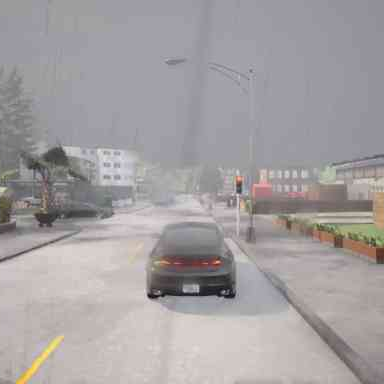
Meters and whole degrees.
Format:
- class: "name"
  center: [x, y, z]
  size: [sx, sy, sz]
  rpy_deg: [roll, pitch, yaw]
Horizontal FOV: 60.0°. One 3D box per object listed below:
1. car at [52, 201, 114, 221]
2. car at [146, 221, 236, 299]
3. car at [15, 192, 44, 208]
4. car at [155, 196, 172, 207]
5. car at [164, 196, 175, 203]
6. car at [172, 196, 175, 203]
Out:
- class: "car"
  center: [-8.752, 1.492, 26.536]
  size: [4.902, 1.511, 2.128]
  rpy_deg: [0, 0, -9]
- class: "car"
  center: [-0.016, 1.505, 8.456]
  size: [1.837, 1.490, 4.892]
  rpy_deg: [0, 0, 0]
- class: "car"
  center: [-20.154, 0.985, 42.119]
  size: [1.905, 1.878, 3.866]
  rpy_deg: [0, 0, 34]
- class: "car"
  center: [-4.571, 1.477, 50.620]
  size: [1.882, 1.535, 5.008]
  rpy_deg: [0, 0, 0]
- class: "car"
  center: [-4.664, 1.525, 70.463]
  size: [2.128, 1.511, 4.902]
  rpy_deg: [0, 0, -1]
- class: "car"
  center: [-4.636, 1.477, 60.033]
  size: [1.882, 1.535, 5.008]
  rpy_deg: [0, 0, 0]
